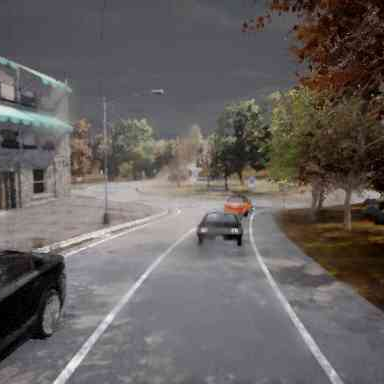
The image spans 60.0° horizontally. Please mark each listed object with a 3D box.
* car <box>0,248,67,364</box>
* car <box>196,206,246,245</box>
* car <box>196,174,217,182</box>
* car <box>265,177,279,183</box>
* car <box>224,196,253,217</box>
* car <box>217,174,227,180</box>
[{"bbox_3d":[-3.124,1.444,3.659,1.882,1.535,5.008,0,0,2],"label":"car"},{"bbox_3d":[1.376,1.561,15.456,1.895,1.301,4.718,1,0,7],"label":"car"},{"bbox_3d":[2.938,-3.068,76.418,4.181,1.385,1.994,-1,6,-14],"label":"car"},{"bbox_3d":[18.315,-2.687,72.141,5.008,1.535,1.882,5,7,40],"label":"car"},{"bbox_3d":[4.229,1.095,29.967,2.097,1.767,4.553,2,3,17],"label":"car"},{"bbox_3d":[6.584,-3.803,83.765,2.128,1.511,4.902,-5,7,-43],"label":"car"}]
